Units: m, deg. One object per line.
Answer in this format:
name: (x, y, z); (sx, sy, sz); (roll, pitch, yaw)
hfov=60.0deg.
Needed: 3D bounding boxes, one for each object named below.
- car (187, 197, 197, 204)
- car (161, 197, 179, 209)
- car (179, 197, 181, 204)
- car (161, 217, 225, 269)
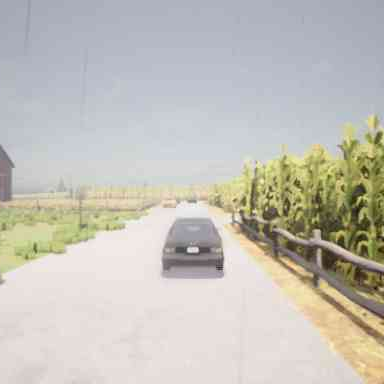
car: (-0.005, 1.608, 65.178); (1.895, 1.301, 4.718); (0, 0, 0)
car: (-3.194, 1.482, 46.520); (1.882, 1.535, 5.008); (0, 0, 0)
car: (-3.105, 1.598, 65.280); (2.033, 1.411, 5.357); (0, 0, 0)
car: (0.043, 1.549, 11.124); (2.033, 1.411, 5.357); (0, 0, 0)
